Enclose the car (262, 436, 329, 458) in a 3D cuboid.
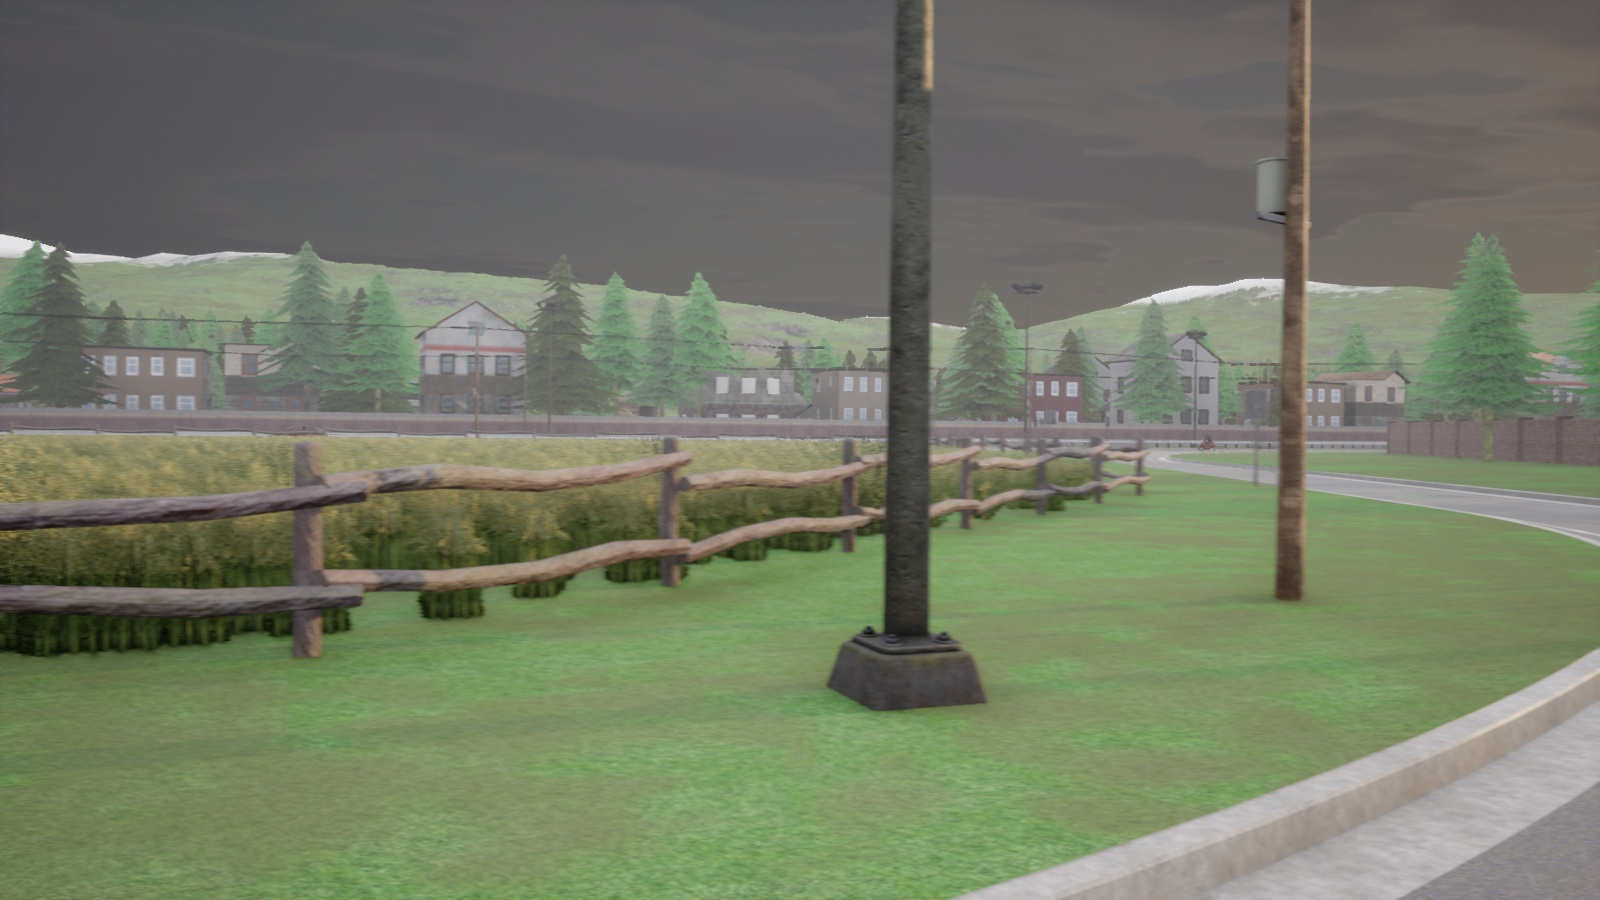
[{"bbox_3d":[-34.417,-0.213,85.847,4.193,1.474,1.816,-1,1,-21],"label":"car"}]
